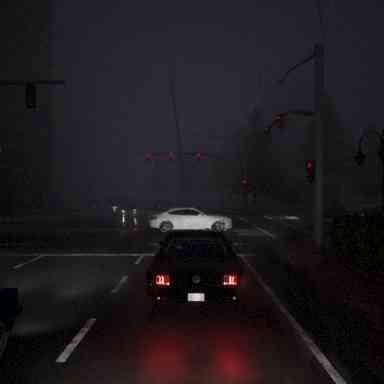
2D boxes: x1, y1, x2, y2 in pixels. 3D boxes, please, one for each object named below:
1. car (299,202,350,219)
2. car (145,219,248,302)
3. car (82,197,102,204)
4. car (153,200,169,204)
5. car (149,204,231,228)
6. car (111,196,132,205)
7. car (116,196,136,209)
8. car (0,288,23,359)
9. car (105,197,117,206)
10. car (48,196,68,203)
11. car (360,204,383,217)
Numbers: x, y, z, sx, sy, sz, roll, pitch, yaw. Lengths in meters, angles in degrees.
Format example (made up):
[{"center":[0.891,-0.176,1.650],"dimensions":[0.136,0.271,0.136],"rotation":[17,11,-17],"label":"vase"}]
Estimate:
[{"center":[11.725,1.619,29.563],"dimensions":[4.181,1.385,1.994],"rotation":[0,0,1],"label":"car"},{"center":[0.091,1.601,8.193],"dimensions":[1.895,1.301,4.718],"rotation":[0,0,0],"label":"car"},{"center":[-18.600,1.601,61.901],"dimensions":[1.895,1.301,4.718],"rotation":[0,0,-45],"label":"car"},{"center":[-3.364,1.554,36.082],"dimensions":[2.033,1.411,5.357],"rotation":[0,0,0],"label":"car"},{"center":[-0.085,1.562,18.941],"dimensions":[4.674,1.442,1.812],"rotation":[0,0,0],"label":"car"},{"center":[-12.937,1.505,60.995],"dimensions":[1.837,1.490,4.892],"rotation":[1,0,-38],"label":"car"},{"center":[-8.889,1.526,45.539],"dimensions":[1.812,1.442,4.674],"rotation":[0,0,-18],"label":"car"},{"center":[-3.429,1.601,2.769],"dimensions":[1.895,1.301,4.718],"rotation":[0,0,0],"label":"car"},{"center":[-12.547,1.478,53.920],"dimensions":[1.882,1.535,5.008],"rotation":[0,0,-31],"label":"car"},{"center":[-27.808,1.524,68.980],"dimensions":[4.674,1.442,1.812],"rotation":[0,0,27],"label":"car"},{"center":[15.763,1.560,26.021],"dimensions":[4.892,1.490,1.837],"rotation":[0,0,0],"label":"car"}]
